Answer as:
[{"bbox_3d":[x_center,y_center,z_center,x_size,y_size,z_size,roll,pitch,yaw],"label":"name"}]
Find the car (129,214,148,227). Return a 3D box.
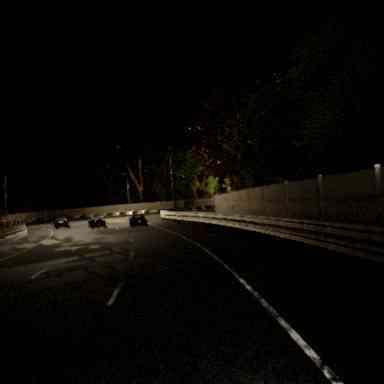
[{"bbox_3d":[-6.539,3.431,40.290,1.994,1.385,4.181,-4,-2,-14],"label":"car"}]

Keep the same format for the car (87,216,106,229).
[{"bbox_3d":[-12.260,3.879,42.696,2.128,1.511,4.902,-3,-2,-23],"label":"car"}]

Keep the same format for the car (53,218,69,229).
[{"bbox_3d":[-19.737,4.698,50.071,2.128,1.511,4.902,-3,-2,-28],"label":"car"}]
